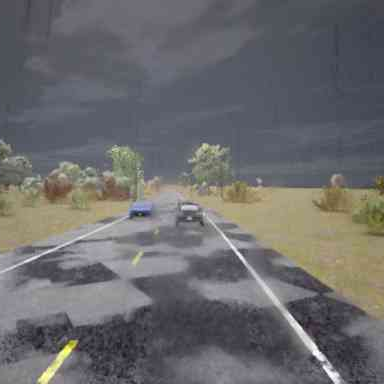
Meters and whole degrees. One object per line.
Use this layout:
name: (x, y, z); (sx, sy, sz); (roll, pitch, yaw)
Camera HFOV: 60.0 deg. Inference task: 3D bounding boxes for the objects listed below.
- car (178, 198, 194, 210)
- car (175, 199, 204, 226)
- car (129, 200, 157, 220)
car: (-0.850, 1.496, 42.093); (1.895, 1.301, 4.718); (0, 0, -2)
car: (-0.194, 1.475, 23.007); (1.812, 1.442, 4.674); (0, 0, -1)
car: (-4.031, 1.417, 27.800); (1.882, 1.535, 5.008); (0, 0, -2)
